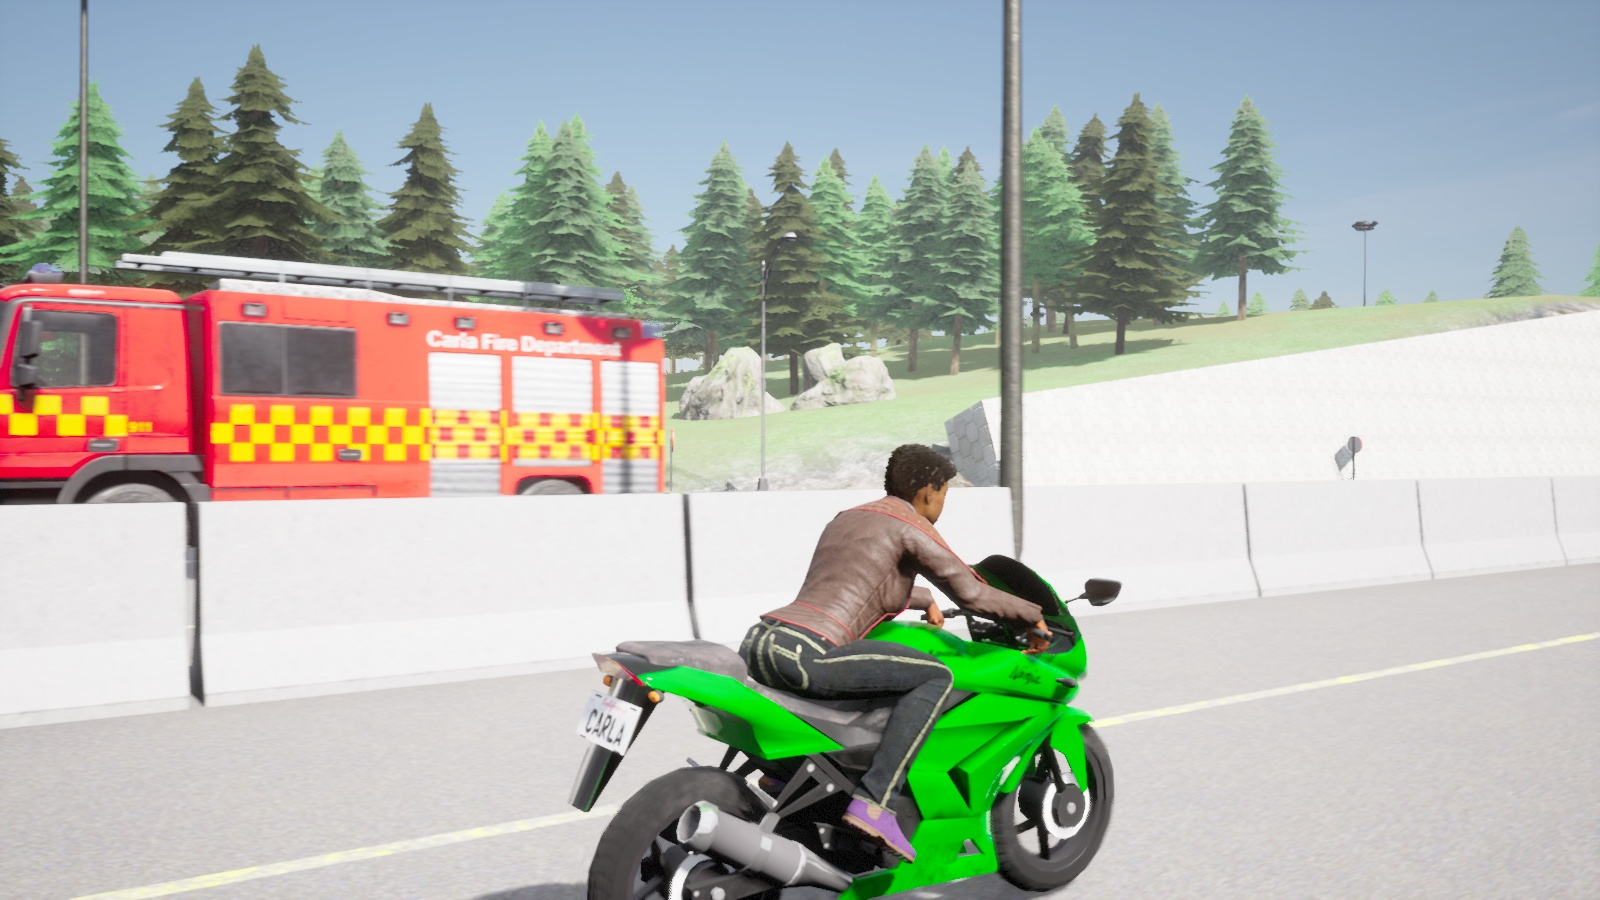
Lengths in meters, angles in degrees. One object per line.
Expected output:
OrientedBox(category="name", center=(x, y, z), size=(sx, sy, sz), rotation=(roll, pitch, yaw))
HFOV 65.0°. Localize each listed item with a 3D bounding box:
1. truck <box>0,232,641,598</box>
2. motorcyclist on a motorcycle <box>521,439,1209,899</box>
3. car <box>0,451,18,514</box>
OrientedBox(category="truck", center=(-6.507, -0.366, 16.191), size=(8.468, 3.827, 2.891), rotation=(0, 0, -35))
OrientedBox(category="motorcyclist on a motorcycle", center=(0.269, 0.736, 3.846), size=(2.044, 1.523, 0.797), rotation=(0, 0, -35))
OrientedBox(category="car", center=(-22.636, 0.808, 31.349), size=(5.366, 1.575, 1.801), rotation=(0, 0, 7))
